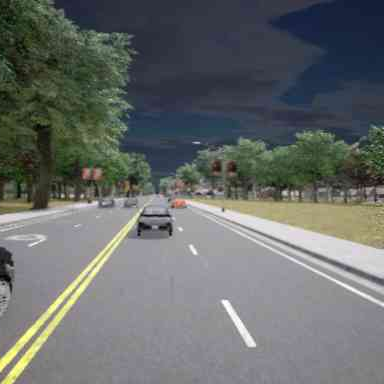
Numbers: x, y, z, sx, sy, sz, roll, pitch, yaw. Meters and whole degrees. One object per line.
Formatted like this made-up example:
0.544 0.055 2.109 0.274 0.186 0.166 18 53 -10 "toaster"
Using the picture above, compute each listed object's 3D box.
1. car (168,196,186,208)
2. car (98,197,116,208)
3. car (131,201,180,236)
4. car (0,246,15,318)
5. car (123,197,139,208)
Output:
-2.041 1.440 50.257 2.097 1.767 4.553 1 0 -6 "car"
-11.483 1.385 45.008 2.128 1.511 4.902 1 0 -6 "car"
-2.030 1.488 18.496 2.128 1.511 4.902 1 0 -6 "car"
-4.026 1.424 4.256 2.128 1.511 4.902 1 0 -6 "car"
-8.296 1.459 45.793 1.837 1.490 4.892 1 0 -6 "car"
